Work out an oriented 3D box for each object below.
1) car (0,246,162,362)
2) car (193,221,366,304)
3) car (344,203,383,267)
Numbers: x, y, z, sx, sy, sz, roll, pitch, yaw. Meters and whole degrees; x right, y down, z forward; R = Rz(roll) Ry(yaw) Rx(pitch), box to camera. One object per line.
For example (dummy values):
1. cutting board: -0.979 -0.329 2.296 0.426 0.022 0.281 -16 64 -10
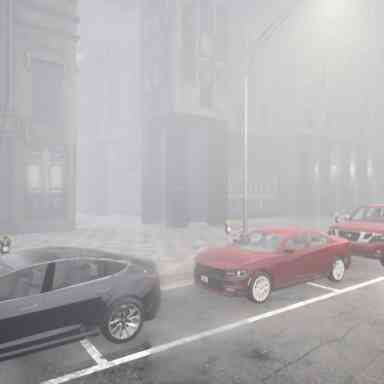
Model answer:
1. car: -2.498 1.566 4.864 4.313 1.339 1.947 0 0 -36
2. car: 2.086 1.544 8.142 4.507 1.381 1.887 0 0 -36
3. car: 6.671 1.313 11.420 5.009 1.841 2.192 0 0 -36
